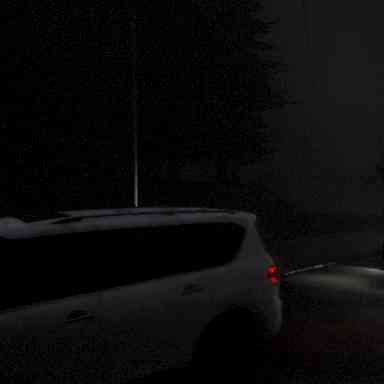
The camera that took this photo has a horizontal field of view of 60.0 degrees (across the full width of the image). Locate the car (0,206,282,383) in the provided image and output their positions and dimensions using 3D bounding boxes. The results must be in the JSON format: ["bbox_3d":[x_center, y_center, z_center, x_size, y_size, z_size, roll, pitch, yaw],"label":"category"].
[{"bbox_3d":[-1.431,1.222,3.584,5.566,2.045,2.150,0,0,-35],"label":"car"}]

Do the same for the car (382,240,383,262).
[{"bbox_3d":[7.767,1.316,10.128,4.553,1.767,2.097,0,0,-35],"label":"car"}]
